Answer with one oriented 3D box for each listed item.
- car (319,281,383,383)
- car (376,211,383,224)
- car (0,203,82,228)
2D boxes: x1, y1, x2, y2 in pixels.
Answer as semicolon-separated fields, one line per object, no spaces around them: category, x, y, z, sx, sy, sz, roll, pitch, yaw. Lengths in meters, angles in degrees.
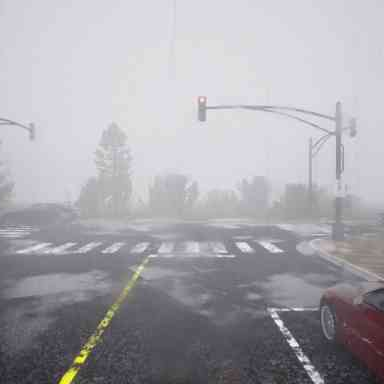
car;2.813;1.581;3.545;1.802;1.307;4.206;-1;0;0
car;14.557;1.475;21.703;4.674;1.442;1.812;0;1;0
car;-9.611;1.478;21.263;4.902;1.511;2.128;0;1;-1
